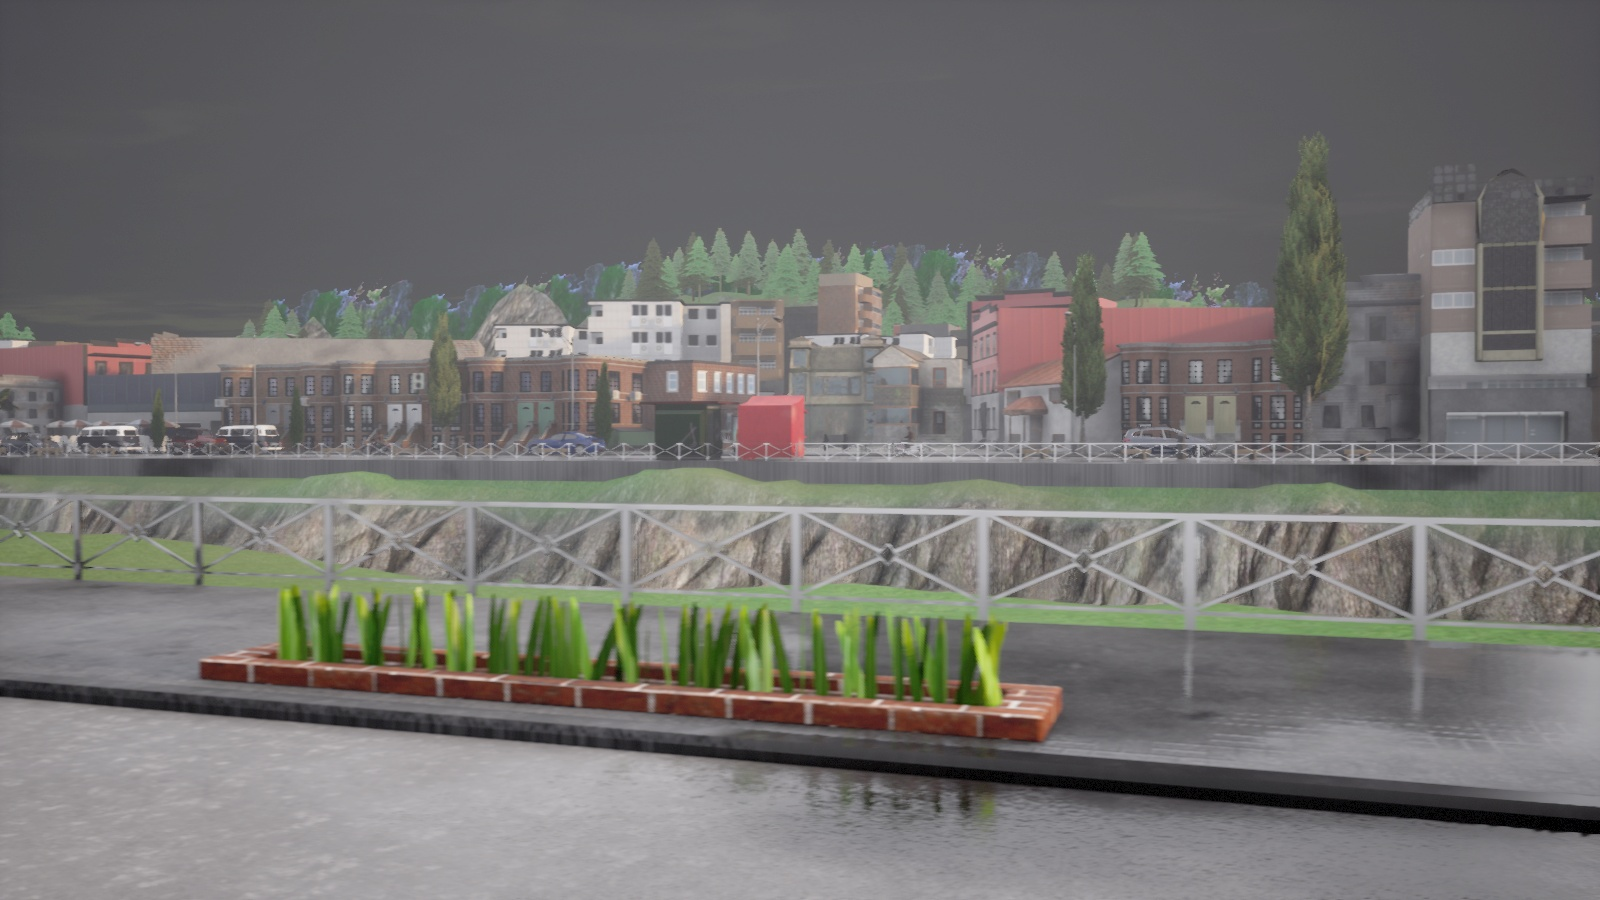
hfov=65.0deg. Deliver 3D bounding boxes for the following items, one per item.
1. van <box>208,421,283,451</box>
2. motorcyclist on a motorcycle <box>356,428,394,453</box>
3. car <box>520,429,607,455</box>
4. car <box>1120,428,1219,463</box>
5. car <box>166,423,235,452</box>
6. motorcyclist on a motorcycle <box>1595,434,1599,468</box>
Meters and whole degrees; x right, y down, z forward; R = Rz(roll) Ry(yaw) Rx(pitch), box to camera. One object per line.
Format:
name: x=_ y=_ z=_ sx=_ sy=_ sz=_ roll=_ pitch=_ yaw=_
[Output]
van: x=-37.866 y=-0.966 z=85.761 sx=4.480 sy=2.038 sz=2.069 roll=1 pitch=1 yaw=19
motorcyclist on a motorcycle: x=-27.885 y=-0.648 z=82.410 sx=2.350 sy=1.649 sz=0.766 roll=0 pitch=1 yaw=19
car: x=-14.670 y=-0.500 z=77.968 sx=5.008 sy=1.535 sz=1.882 roll=1 pitch=1 yaw=19
car: x=18.434 y=-0.263 z=62.621 sx=4.611 sy=1.667 sz=2.242 roll=1 pitch=1 yaw=19
car: x=-39.124 y=-0.837 z=81.967 sx=3.866 sy=1.878 sz=1.905 roll=1 pitch=1 yaw=19
motorcyclist on a motorcycle: x=36.997 y=0.045 z=56.384 sx=2.044 sy=1.523 sz=0.797 roll=1 pitch=1 yaw=19
